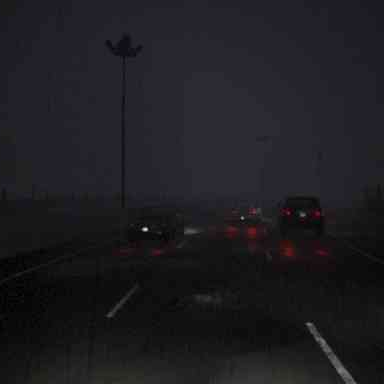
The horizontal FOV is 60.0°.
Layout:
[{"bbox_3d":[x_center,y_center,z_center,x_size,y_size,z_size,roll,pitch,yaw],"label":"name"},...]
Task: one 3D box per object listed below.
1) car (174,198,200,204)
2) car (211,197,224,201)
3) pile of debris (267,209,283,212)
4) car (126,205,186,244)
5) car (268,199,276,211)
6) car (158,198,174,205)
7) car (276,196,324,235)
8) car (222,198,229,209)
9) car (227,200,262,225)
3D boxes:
[{"bbox_3d":[-0.344,1.601,49.750,1.812,1.442,4.674,0,0,31],"label":"car"},{"bbox_3d":[4.194,1.575,50.553,1.837,1.490,4.892,-1,0,32],"label":"car"},{"bbox_3d":[9.883,2.197,39.437,1.500,0.140,1.860,0,0,27],"label":"pile of debris"},{"bbox_3d":[-1.607,1.567,16.091,1.994,1.385,4.181,0,0,11],"label":"car"},{"bbox_3d":[10.792,1.566,40.726,2.033,1.411,5.357,0,0,28],"label":"car"},{"bbox_3d":[-3.417,1.651,51.396,1.994,1.385,4.181,0,0,31],"label":"car"},{"bbox_3d":[6.111,1.228,19.011,2.150,2.045,5.566,0,0,14],"label":"car"},{"bbox_3d":[5.560,1.574,38.203,2.033,1.411,5.357,0,0,26],"label":"car"},{"bbox_3d":[4.070,1.534,24.558,1.812,1.442,4.674,0,0,17],"label":"car"}]
